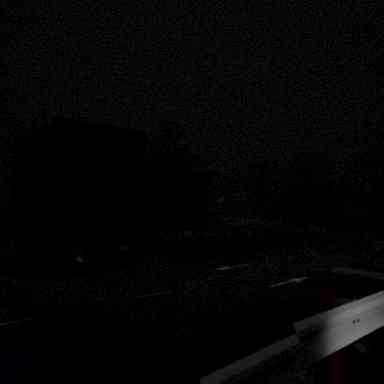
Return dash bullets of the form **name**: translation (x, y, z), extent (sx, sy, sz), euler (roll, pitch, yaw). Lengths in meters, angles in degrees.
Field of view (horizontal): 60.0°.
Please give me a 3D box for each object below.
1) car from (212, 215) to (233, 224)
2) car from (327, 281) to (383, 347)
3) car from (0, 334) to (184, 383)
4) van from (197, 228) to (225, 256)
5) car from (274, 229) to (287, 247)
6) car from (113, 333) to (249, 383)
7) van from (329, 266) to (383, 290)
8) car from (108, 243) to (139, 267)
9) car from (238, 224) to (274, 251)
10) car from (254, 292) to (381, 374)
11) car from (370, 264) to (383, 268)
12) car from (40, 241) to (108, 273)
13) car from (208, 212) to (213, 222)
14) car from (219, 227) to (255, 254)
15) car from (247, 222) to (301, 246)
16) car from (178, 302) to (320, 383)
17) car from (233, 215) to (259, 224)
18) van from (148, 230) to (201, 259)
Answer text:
- **car**: translation (6.470, 5.297, 64.036), extent (1.946, 1.575, 5.366), euler (1, 0, 32)
- **car**: translation (6.399, 4.993, 13.882), extent (4.892, 1.521, 2.231), euler (2, 1, 31)
- **car**: translation (-2.908, 4.398, 6.207), extent (5.566, 2.045, 2.435), euler (2, 0, 31)
- **van**: translation (0.454, 4.685, 31.074), extent (4.442, 1.987, 1.878), euler (1, -1, 31)
- **car**: translation (7.437, 5.192, 36.646), extent (4.792, 1.488, 2.163), euler (1, -1, 30)
- **car**: translation (-0.636, 4.763, 8.156), extent (4.792, 1.488, 2.163), euler (3, 1, 31)
- **van**: translation (8.842, 4.856, 15.749), extent (4.442, 1.987, 1.878), euler (2, 0, 31)
- **car**: translation (-6.301, 4.663, 25.387), extent (4.892, 1.521, 2.231), euler (1, -1, 30)
- **car**: translation (5.157, 4.828, 34.763), extent (5.566, 2.045, 2.435), euler (1, -1, 31)
- **car**: translation (4.042, 4.780, 12.001), extent (4.553, 1.767, 2.185), euler (2, 0, 31)
- **car**: translation (11.095, 5.038, 17.700), extent (4.553, 1.767, 2.185), euler (2, 1, 31)
- **car**: translation (-8.615, 4.452, 23.525), extent (4.553, 1.767, 2.185), euler (1, -1, 31)
- **car**: translation (4.518, 5.295, 66.244), extent (2.002, 1.452, 4.674), euler (1, 0, 32)
- **car**: translation (2.869, 4.745, 32.887), extent (5.566, 2.045, 2.435), euler (1, -1, 31)
- **car**: translation (9.674, 4.994, 38.531), extent (5.566, 2.045, 2.435), euler (1, -1, 31)
- **car**: translation (1.707, 4.694, 10.073), extent (4.553, 1.767, 2.185), euler (3, 0, 31)
- **car**: translation (10.072, 5.133, 59.114), extent (2.435, 2.045, 5.566), euler (2, 0, 32)
- **van**: translation (-1.833, 4.602, 29.198), extent (4.442, 1.987, 1.878), euler (1, -1, 31)
